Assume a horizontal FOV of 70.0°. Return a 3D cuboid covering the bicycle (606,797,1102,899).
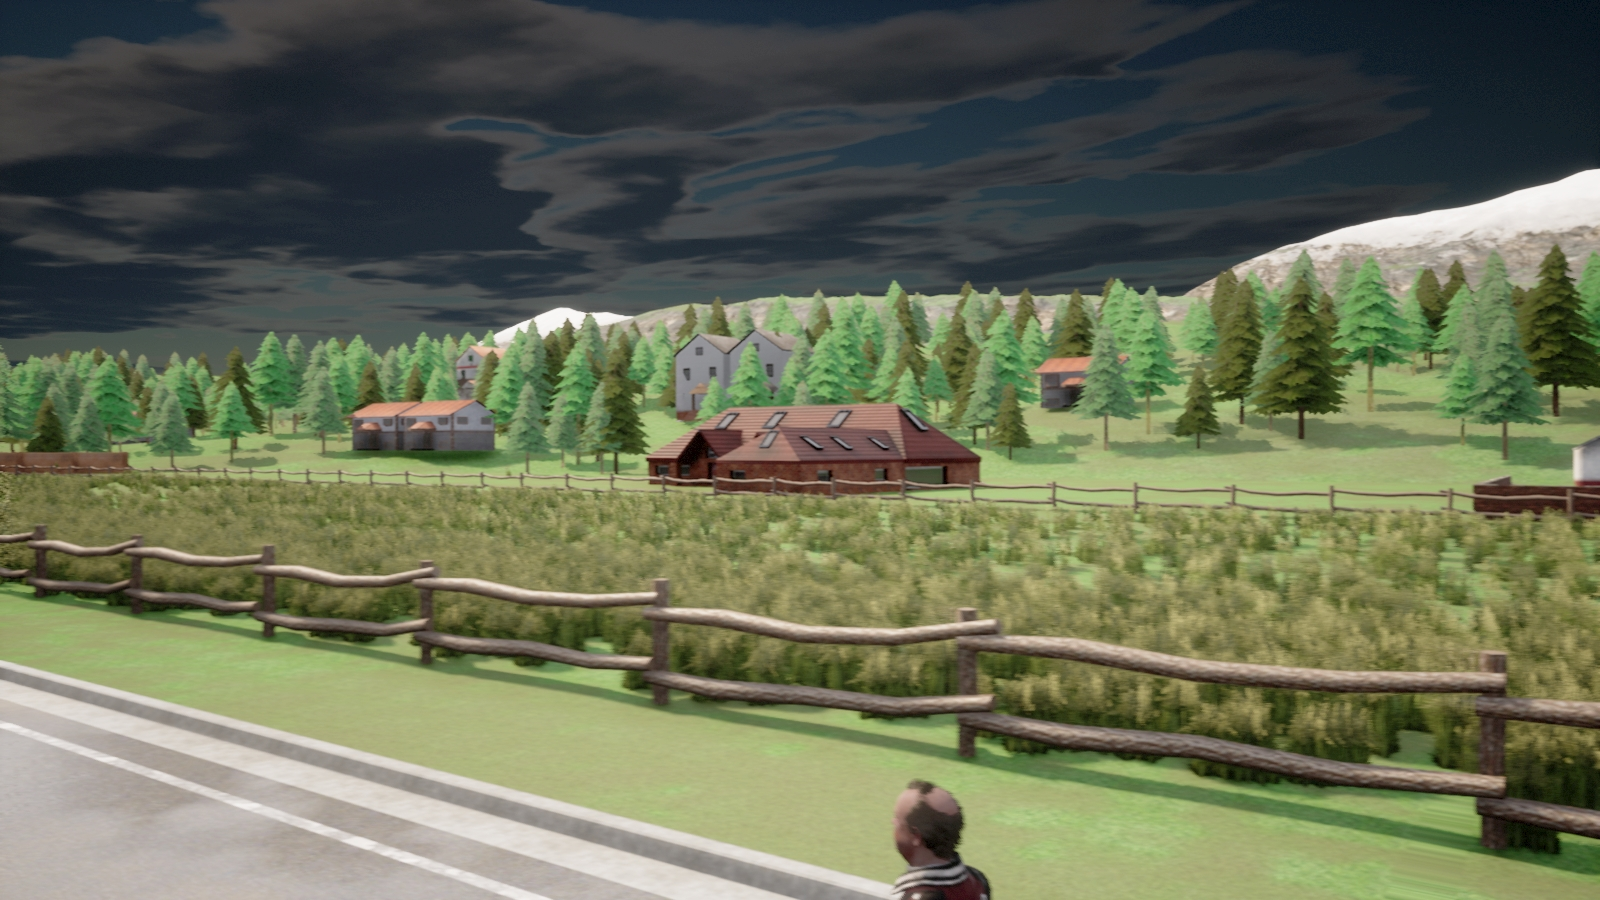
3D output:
[{"bbox_3d":[0.152,2.058,3.684,1.835,1.471,0.329,0,0,35],"label":"bicycle"}]
